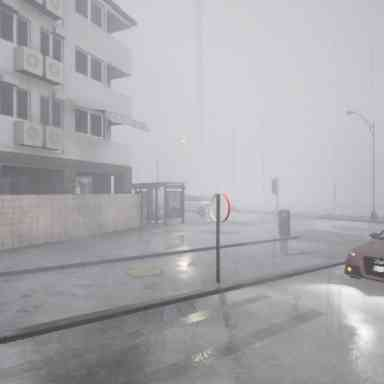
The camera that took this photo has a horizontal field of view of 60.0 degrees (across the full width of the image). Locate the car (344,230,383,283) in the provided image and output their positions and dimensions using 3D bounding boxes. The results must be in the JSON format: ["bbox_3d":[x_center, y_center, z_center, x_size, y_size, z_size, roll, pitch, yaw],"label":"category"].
[{"bbox_3d":[5.837,1.563,8.722,4.181,1.385,1.994,0,0,-37],"label":"car"}]

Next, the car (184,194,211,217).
[{"bbox_3d":[0.652,1.221,31.642,2.150,2.045,5.566,0,0,-35],"label":"car"}]
